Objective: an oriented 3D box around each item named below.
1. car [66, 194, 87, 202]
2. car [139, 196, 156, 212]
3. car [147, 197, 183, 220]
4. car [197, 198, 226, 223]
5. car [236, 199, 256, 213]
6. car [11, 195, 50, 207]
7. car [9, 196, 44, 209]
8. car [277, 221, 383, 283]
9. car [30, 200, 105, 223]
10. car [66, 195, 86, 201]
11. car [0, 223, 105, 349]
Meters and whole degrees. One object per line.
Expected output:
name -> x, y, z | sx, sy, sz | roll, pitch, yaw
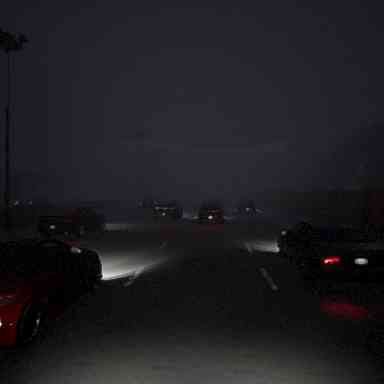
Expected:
car -> -23.049, 1.216, 66.515 | 2.033, 1.411, 5.357 | 0, 0, 4
car -> -4.461, 1.278, 37.583 | 2.097, 1.767, 4.553 | 0, 0, 5
car -> -1.879, 1.448, 27.221 | 2.128, 1.511, 4.902 | 0, 0, 5
car -> 1.470, 1.484, 25.356 | 1.837, 1.490, 4.892 | 0, 0, 5
car -> 6.031, 1.497, 37.033 | 1.837, 1.490, 4.892 | 0, 0, 5
car -> -18.568, 1.194, 38.841 | 2.097, 1.767, 4.553 | 0, 0, 6
car -> -21.613, 1.343, 43.669 | 1.812, 1.442, 4.674 | 0, 0, 6
car -> 3.859, 1.559, 9.752 | 2.033, 1.411, 5.357 | 0, 0, 4
car -> -6.118, 1.419, 17.433 | 1.882, 1.535, 5.008 | 0, 0, 4
car -> -14.773, 1.425, 41.908 | 1.994, 1.385, 4.181 | 0, 0, 6
car -> -3.189, 1.537, 6.245 | 1.994, 1.385, 4.181 | 0, 0, 3
